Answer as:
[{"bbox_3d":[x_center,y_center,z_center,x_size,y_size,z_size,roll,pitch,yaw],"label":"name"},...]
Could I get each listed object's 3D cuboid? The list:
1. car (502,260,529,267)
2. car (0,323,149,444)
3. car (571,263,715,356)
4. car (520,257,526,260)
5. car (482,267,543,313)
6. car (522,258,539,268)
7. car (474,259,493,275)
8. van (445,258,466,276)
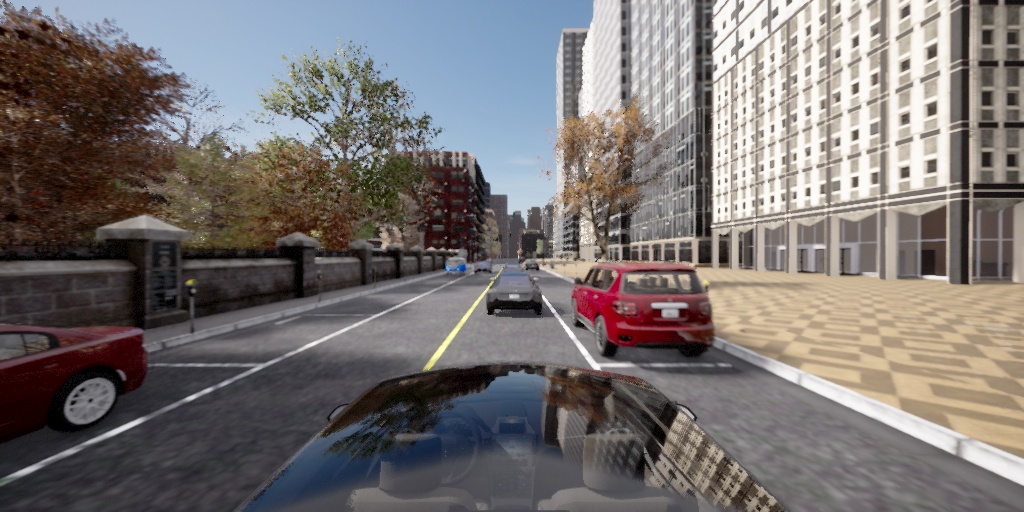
[{"bbox_3d":[0.089,1.292,29.192,1.994,1.385,4.181,0,0,0],"label":"car"},{"bbox_3d":[-5.691,1.294,2.849,1.888,1.381,4.507,0,0,0],"label":"car"},{"bbox_3d":[2.689,1.057,8.482,2.192,1.841,5.009,0,0,0],"label":"car"},{"bbox_3d":[2.690,1.254,59.340,1.751,1.417,4.829,0,0,0],"label":"car"},{"bbox_3d":[0.087,1.302,13.839,1.994,1.385,4.181,0,0,0],"label":"car"},{"bbox_3d":[2.689,1.291,47.905,1.948,1.339,4.313,0,0,0],"label":"car"},{"bbox_3d":[-3.096,1.273,39.785,2.033,1.411,5.357,0,0,0],"label":"car"},{"bbox_3d":[-5.691,1.067,36.639,1.690,1.789,3.998,0,0,0],"label":"van"}]
